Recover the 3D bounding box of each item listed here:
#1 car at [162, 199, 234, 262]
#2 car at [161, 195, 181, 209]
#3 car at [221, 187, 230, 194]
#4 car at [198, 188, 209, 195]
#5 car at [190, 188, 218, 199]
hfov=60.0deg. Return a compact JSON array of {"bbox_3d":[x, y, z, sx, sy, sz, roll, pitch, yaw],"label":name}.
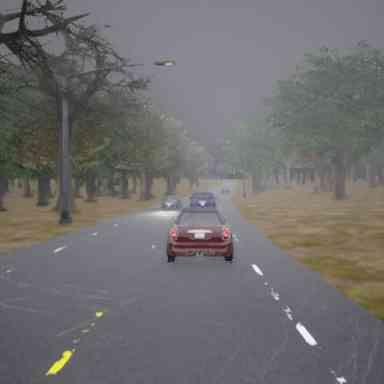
[{"bbox_3d":[0.297,1.306,12.160,2.097,1.767,4.553,0,1,2],"label":"car"},{"bbox_3d":[-2.171,1.093,36.270,2.128,1.511,4.902,0,1,4],"label":"car"},{"bbox_3d":[8.816,-0.477,87.349,2.097,1.767,4.553,0,2,8],"label":"car"},{"bbox_3d":[2.673,-0.130,77.758,2.033,1.411,5.357,0,2,8],"label":"car"},{"bbox_3d":[0.964,0.952,27.955,2.150,2.045,5.566,0,1,3],"label":"car"}]
